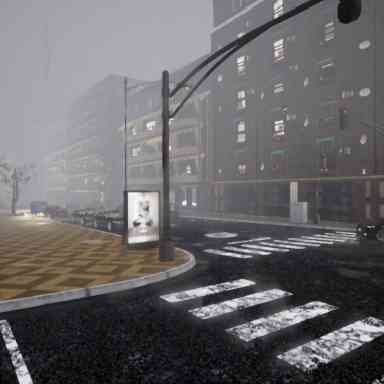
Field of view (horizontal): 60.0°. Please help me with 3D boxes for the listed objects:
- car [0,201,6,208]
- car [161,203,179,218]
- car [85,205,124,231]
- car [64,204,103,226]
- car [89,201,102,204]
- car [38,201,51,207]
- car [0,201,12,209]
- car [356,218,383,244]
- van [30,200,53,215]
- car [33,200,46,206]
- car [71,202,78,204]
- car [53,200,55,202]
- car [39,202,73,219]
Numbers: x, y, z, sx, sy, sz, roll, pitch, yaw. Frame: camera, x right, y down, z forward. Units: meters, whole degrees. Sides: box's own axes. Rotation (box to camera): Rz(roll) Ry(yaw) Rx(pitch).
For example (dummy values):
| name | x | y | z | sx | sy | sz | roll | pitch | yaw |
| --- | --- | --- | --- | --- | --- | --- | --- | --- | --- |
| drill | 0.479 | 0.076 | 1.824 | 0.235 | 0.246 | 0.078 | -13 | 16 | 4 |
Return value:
| name | x | y | z | sx | sy | sz | roll | pitch | yaw |
| --- | --- | --- | --- | --- | --- | --- | --- | --- | --- |
| car | -44.561 | 2.862 | 77.386 | 1.887 | 1.381 | 4.507 | -2 | 0 | -36 |
| car | -3.075 | 1.824 | 34.548 | 1.967 | 1.590 | 4.097 | -2 | 0 | -36 |
| car | -5.497 | 1.888 | 23.160 | 2.008 | 1.369 | 4.403 | -2 | 0 | -36 |
| car | -8.761 | 1.969 | 27.673 | 2.008 | 1.369 | 4.403 | -2 | 0 | -36 |
| car | -14.922 | 2.118 | 50.713 | 1.967 | 1.590 | 4.097 | -2 | 0 | -36 |
| car | -34.506 | 2.736 | 77.784 | 1.947 | 1.339 | 4.313 | -2 | 0 | -36 |
| car | -38.033 | 2.703 | 68.361 | 2.008 | 1.369 | 4.403 | -2 | 0 | -36 |
| car | 9.834 | 1.574 | 15.146 | 4.181 | 1.385 | 1.994 | -1 | -1 | 13 |
| van | -19.755 | 2.035 | 43.038 | 1.690 | 1.788 | 3.998 | -2 | 0 | -36 |
| car | -37.771 | 2.797 | 82.297 | 1.887 | 1.381 | 4.507 | -2 | 0 | -36 |
| car | -21.450 | 2.424 | 59.735 | 1.802 | 1.307 | 4.206 | -2 | 0 | -36 |
| car | -31.246 | 2.528 | 73.272 | 1.967 | 1.590 | 4.097 | -2 | 0 | -36 |
| car | -14.837 | 2.115 | 36.150 | 1.887 | 1.381 | 4.507 | -2 | 0 | -36 |
